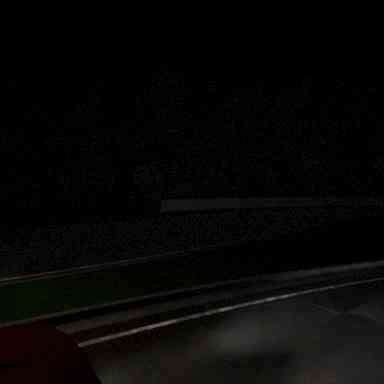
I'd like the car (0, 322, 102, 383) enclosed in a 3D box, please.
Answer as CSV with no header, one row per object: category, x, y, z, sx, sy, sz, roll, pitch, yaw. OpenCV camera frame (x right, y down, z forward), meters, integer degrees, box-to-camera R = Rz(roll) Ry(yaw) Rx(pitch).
car,-2.805,1.601,1.685,4.718,1.301,1.895,0,0,-35
